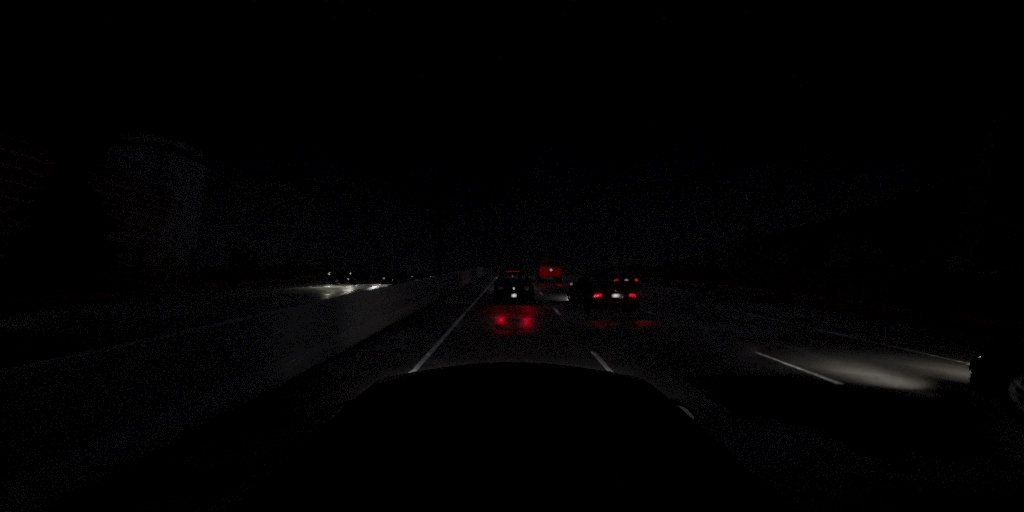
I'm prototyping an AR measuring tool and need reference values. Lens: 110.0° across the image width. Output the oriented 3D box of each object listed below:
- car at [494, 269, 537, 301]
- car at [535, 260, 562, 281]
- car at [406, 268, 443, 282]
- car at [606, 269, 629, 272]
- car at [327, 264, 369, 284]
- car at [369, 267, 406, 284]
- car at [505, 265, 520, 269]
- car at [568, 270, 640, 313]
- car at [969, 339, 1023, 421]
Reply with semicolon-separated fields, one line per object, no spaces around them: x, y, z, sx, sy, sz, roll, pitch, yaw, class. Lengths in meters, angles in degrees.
0.090;1.563;18.914;1.895;1.301;4.718;0;-1;0;car
3.579;1.388;35.492;2.150;2.045;5.566;0;-1;0;car
-7.117;1.704;30.292;1.895;1.301;4.718;0;-1;0;car
7.086;1.580;24.627;2.033;1.411;5.357;0;-1;0;car
-14.116;1.466;31.164;2.097;1.767;4.553;0;-1;0;car
-10.615;1.685;31.670;1.994;1.385;4.181;0;-1;0;car
0.078;1.688;36.790;1.837;1.490;4.892;0;-1;0;car
3.592;1.461;14.958;2.033;1.411;5.357;0;-1;0;car
7.097;1.267;2.758;1.837;1.490;4.892;0;-1;0;car
